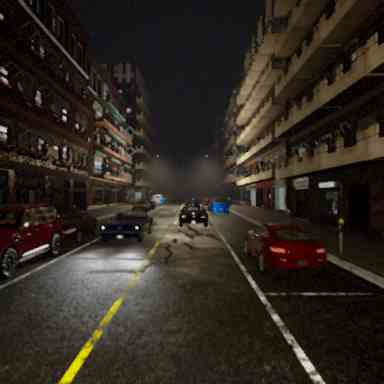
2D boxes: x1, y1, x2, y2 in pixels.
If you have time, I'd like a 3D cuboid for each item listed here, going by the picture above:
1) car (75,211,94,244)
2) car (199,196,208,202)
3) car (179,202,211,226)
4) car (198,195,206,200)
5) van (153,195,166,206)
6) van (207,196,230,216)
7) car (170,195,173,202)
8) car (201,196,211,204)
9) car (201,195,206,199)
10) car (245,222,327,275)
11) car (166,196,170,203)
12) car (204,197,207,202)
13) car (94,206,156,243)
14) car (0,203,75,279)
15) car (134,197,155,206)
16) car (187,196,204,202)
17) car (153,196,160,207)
[{"bbox_3d":[-5.679,1.580,15.808,1.802,1.307,4.206,1,0,0],"label":"car"},{"bbox_3d":[2.669,1.546,77.050,2.008,1.369,4.403,1,0,0],"label":"car"},{"bbox_3d":[0.100,1.598,23.188,1.895,1.301,4.718,0,0,0],"label":"car"},{"bbox_3d":[2.840,1.545,93.764,2.008,1.369,4.403,1,0,0],"label":"car"},{"bbox_3d":[-5.676,1.337,54.806,1.690,1.788,3.998,1,0,0],"label":"van"},{"bbox_3d":[2.707,1.338,32.481,1.690,1.788,3.998,1,0,0],"label":"van"},{"bbox_3d":[-5.678,1.546,71.519,2.008,1.369,4.403,1,0,0],"label":"car"},{"bbox_3d":[2.669,1.577,65.909,1.802,1.307,4.206,1,0,0],"label":"car"},{"bbox_3d":[2.681,1.541,49.195,1.887,1.381,4.507,1,0,0],"label":"car"},{"bbox_3d":[2.700,1.581,10.197,1.802,1.307,4.206,1,0,0],"label":"car"},{"bbox_3d":[-5.678,1.546,60.376,2.008,1.369,4.403,1,0,0],"label":"car"},{"bbox_3d":[2.709,1.522,38.223,1.752,1.417,4.829,1,0,0],"label":"car"},{"bbox_3d":[-3.056,1.599,16.327,1.895,1.301,4.718,0,0,0],"label":"car"},{"bbox_3d":[-5.676,1.314,10.237,2.192,1.841,5.009,1,0,0],"label":"car"},{"bbox_3d":[-5.678,1.522,37.922,1.752,1.417,4.829,1,0,0],"label":"car"},{"bbox_3d":[0.097,1.544,41.860,2.033,1.411,5.357,0,0,0],"label":"car"},{"bbox_3d":[-5.679,1.562,43.664,1.947,1.339,4.313,1,0,0],"label":"car"}]
